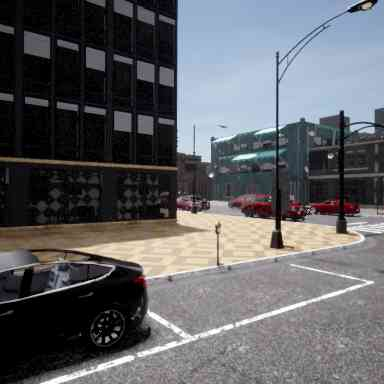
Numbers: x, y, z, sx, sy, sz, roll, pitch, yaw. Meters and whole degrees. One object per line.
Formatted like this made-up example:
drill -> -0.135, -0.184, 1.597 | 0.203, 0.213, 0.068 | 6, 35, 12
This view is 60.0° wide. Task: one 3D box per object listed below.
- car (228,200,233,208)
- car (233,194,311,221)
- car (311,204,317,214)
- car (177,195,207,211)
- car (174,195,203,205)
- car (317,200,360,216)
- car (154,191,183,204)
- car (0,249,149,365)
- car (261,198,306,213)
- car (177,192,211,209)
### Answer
car -> 6.034, 1.130, 38.690 | 1.967, 1.590, 4.097 | 1, 0, -36
car -> 5.845, 1.101, 24.789 | 2.192, 1.841, 5.009 | 1, 0, -36
car -> 7.296, 1.292, 27.166 | 1.837, 1.490, 4.892 | 0, 0, -36
car -> -0.724, 1.231, 33.732 | 1.802, 1.307, 4.206 | 1, 0, -36
car -> -0.530, 1.101, 47.632 | 2.008, 1.369, 4.403 | 1, 0, -36
car -> 12.595, 1.371, 29.747 | 1.887, 1.381, 4.507 | 1, 0, -36
car -> -3.806, 0.794, 52.103 | 2.192, 1.841, 5.009 | 1, 0, -36
car -> -2.688, 1.566, 4.636 | 4.313, 1.339, 1.947 | 0, 0, -35
car -> 9.314, 1.340, 34.218 | 1.802, 1.307, 4.206 | 1, 0, -36
car -> 0.158, 1.136, 36.900 | 1.837, 1.490, 4.892 | 0, 2, -36
